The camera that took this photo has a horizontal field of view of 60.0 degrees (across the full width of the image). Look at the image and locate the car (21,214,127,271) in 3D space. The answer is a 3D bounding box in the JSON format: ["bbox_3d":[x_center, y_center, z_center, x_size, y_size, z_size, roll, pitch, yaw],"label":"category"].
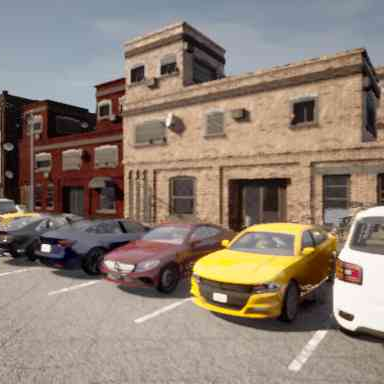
[{"bbox_3d":[-2.552,1.553,10.823,2.163,1.488,4.792,0,0,36],"label":"car"}]

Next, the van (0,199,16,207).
[{"bbox_3d":[-11.509,1.368,17.049,1.878,1.987,4.442,-1,0,36],"label":"van"}]

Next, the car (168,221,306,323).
[{"bbox_3d":[1.919,1.493,7.596,2.097,1.535,5.008,0,0,36],"label":"car"}]

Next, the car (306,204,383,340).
[{"bbox_3d":[4.173,1.229,6.012,2.435,2.045,5.566,0,0,36],"label":"car"}]

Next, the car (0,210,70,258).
[{"bbox_3d":[-4.816,1.540,12.399,2.231,1.521,4.892,0,0,36],"label":"car"}]

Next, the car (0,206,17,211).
[{"bbox_3d":[-9.299,1.615,15.610,2.002,1.452,4.674,-1,0,36],"label":"car"}]

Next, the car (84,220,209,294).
[{"bbox_3d":[-0.326,1.548,9.198,2.002,1.452,4.674,0,0,36],"label":"car"}]
